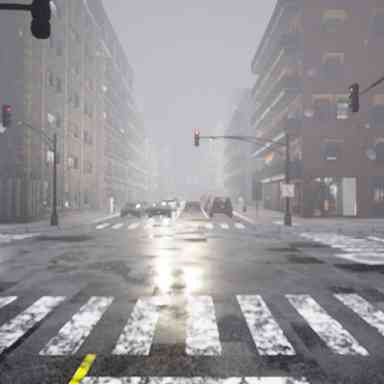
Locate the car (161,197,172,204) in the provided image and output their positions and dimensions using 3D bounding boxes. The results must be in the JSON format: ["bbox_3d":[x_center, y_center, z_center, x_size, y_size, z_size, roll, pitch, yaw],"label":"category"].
[{"bbox_3d":[-5.345,1.687,69.366,2.008,1.369,4.403,1,0,0],"label":"car"}]

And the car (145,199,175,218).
[{"bbox_3d":[-2.862,1.584,30.667,1.994,1.385,4.181,0,0,0],"label":"car"}]

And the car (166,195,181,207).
[{"bbox_3d":[-2.789,1.580,50.759,1.812,1.442,4.674,0,0,0],"label":"car"}]

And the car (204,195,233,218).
[{"bbox_3d":[2.566,1.335,30.484,2.192,1.841,5.009,1,0,0],"label":"car"}]

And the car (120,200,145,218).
[{"bbox_3d":[-5.318,1.586,30.433,1.947,1.339,4.313,1,0,0],"label":"car"}]

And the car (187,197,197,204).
[{"bbox_3d":[0.008,1.677,65.026,1.994,1.385,4.181,0,0,0],"label":"car"}]

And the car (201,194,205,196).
[{"bbox_3d":[2.558,1.348,41.608,2.192,1.841,5.009,1,0,0],"label":"car"}]

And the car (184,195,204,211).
[{"bbox_3d":[0.075,1.523,40.663,2.128,1.511,4.902,0,0,0],"label":"car"}]

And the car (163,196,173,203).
[{"bbox_3d":[-5.348,1.693,74.758,1.752,1.417,4.829,1,0,0],"label":"car"}]

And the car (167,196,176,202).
[{"bbox_3d":[-5.356,1.789,86.056,2.008,1.369,4.403,1,0,0],"label":"car"}]

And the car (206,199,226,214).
[{"bbox_3d":[2.559,1.551,36.213,1.752,1.417,4.829,1,0,0],"label":"car"}]

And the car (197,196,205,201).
[{"bbox_3d":[2.521,1.840,91.657,1.947,1.339,4.313,1,0,0],"label":"car"}]

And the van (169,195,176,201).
[{"bbox_3d":[-5.356,1.615,91.621,1.690,1.788,3.998,1,0,0],"label":"van"}]

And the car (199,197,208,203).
[{"bbox_3d":[2.531,1.750,74.966,1.802,1.307,4.206,1,0,0],"label":"car"}]

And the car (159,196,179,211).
[{"bbox_3d":[-2.852,1.557,40.557,1.812,1.442,4.674,0,0,0],"label":"car"}]

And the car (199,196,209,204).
[{"bbox_3d":[2.536,1.576,69.406,1.967,1.590,4.097,1,0,0],"label":"car"}]

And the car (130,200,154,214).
[{"bbox_3d":[-5.322,1.591,35.994,1.947,1.339,4.313,1,0,0],"label":"car"}]
